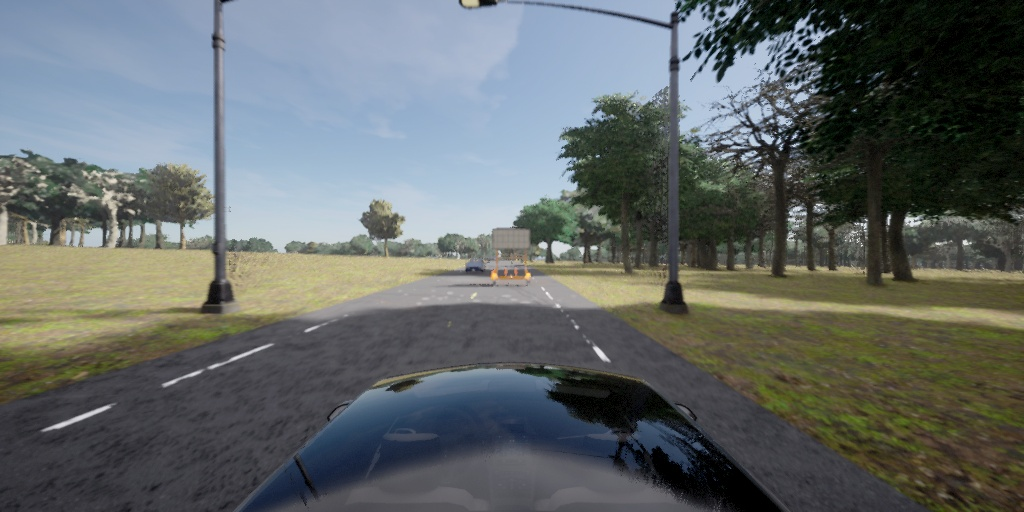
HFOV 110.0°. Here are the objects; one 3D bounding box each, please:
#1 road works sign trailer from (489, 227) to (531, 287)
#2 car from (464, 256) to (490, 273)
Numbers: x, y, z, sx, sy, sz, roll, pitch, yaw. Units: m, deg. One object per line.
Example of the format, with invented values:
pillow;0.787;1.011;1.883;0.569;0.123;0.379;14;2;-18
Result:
road works sign trailer;-0.041;0.009;22.319;2.380;3.560;2.880;0;0;0
car;-3.728;0.998;37.269;2.033;1.411;5.357;0;0;0
